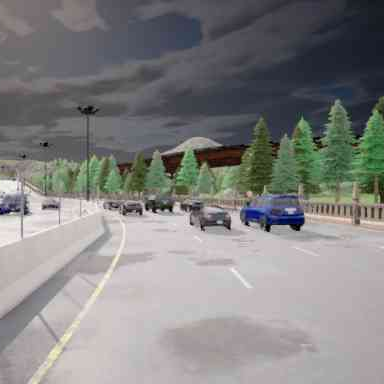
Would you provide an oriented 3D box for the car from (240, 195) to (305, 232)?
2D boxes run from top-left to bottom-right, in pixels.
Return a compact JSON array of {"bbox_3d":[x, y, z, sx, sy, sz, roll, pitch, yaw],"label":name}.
[{"bbox_3d":[4.749,1.217,20.327,2.150,2.045,5.566,0,-1,-11],"label":"car"}]

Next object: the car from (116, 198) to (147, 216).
[{"bbox_3d":[-6.131,1.505,33.075,1.837,1.490,4.892,0,0,-19],"label":"car"}]

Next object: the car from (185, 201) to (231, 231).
[{"bbox_3d":[1.066,1.526,20.804,1.812,1.442,4.674,0,0,-12],"label":"car"}]

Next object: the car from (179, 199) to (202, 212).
[{"bbox_3d":[0.007,1.505,36.699,1.837,1.490,4.892,0,0,-20],"label":"car"}]

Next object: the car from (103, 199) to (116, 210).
[{"bbox_3d":[-10.073,1.547,42.748,2.033,1.411,5.357,0,0,-27],"label":"car"}]

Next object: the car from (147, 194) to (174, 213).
[{"bbox_3d":[-3.703,1.223,36.649,2.150,2.045,5.566,0,0,-21],"label":"car"}]
